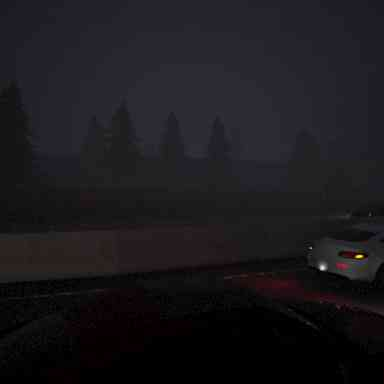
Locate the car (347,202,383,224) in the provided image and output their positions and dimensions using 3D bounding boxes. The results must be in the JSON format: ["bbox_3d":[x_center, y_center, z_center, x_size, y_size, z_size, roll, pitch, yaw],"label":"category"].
[{"bbox_3d":[14.554,1.532,25.904,5.357,1.411,2.033,0,0,-34],"label":"car"}]

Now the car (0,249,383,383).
[{"bbox_3d":[0.231,1.524,2.900,4.674,1.442,1.812,0,0,-20],"label":"car"}]

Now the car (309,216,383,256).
[{"bbox_3d":[5.168,1.520,8.675,4.674,1.442,1.812,0,0,-23],"label":"car"}]
